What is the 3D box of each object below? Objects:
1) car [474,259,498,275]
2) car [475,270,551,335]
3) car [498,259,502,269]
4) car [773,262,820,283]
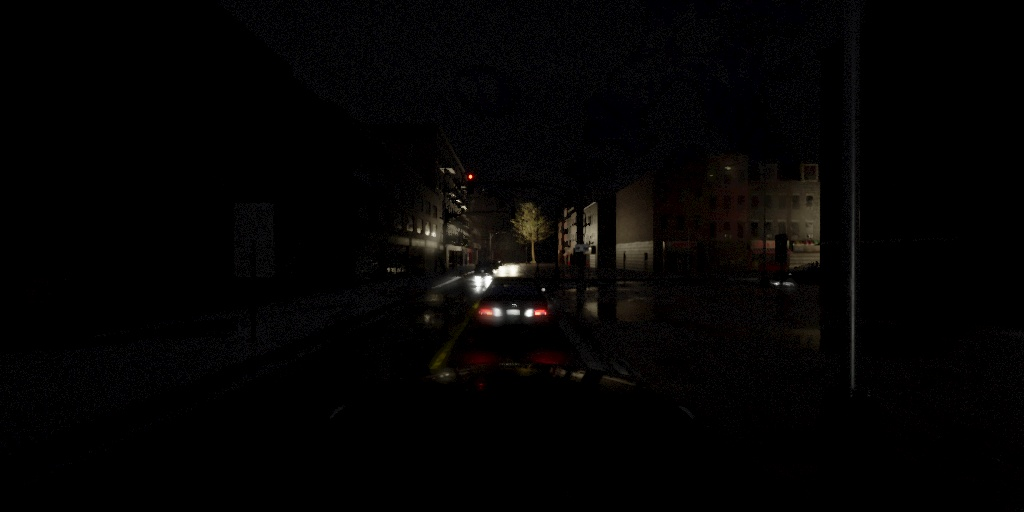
[{"bbox_3d":[-2.917,1.246,37.986,2.128,1.511,4.902,0,0,0],"label":"car"},{"bbox_3d":[0.046,1.297,10.448,2.033,1.411,5.357,0,0,0],"label":"car"},{"bbox_3d":[-2.943,1.331,52.016,1.994,1.385,4.181,0,0,0],"label":"car"},{"bbox_3d":[22.267,1.167,26.100,5.357,1.411,2.033,0,0,0],"label":"car"}]
